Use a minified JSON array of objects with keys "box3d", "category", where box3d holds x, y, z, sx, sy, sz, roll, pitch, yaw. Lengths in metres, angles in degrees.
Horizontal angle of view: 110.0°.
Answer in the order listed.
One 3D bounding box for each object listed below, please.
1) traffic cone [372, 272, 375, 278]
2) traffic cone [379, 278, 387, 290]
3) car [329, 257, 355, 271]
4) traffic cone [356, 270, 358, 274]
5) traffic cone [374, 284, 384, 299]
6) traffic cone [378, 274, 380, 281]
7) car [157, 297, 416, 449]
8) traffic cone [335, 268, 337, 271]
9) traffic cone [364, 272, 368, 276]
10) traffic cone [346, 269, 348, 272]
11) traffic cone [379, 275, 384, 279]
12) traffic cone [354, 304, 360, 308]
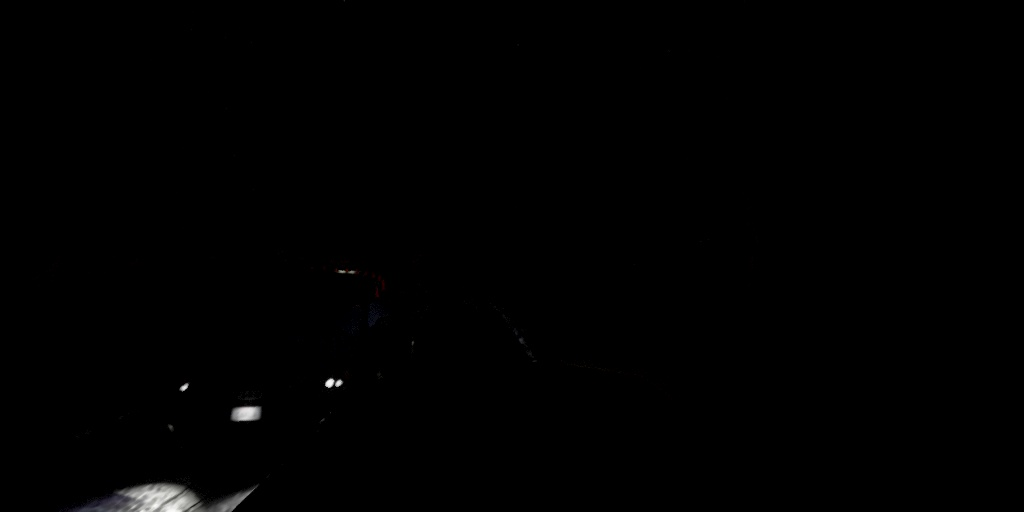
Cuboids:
[{"box3d":[-13.872,1.904,35.946,0.340,0.580,0.340,0,0,-29],"category":"traffic cone"},{"box3d":[-8.109,1.854,22.634,0.340,0.580,0.340,0,0,-18],"category":"traffic cone"},{"box3d":[-26.327,1.181,55.409,5.566,2.045,2.150,0,-1,44],"category":"car"},{"box3d":[-19.082,1.908,44.103,0.340,0.580,0.340,0,0,-36],"category":"traffic cone"},{"box3d":[-6.768,1.827,17.982,0.340,0.580,0.340,0,0,-14],"category":"traffic cone"},{"box3d":[-11.668,1.893,31.635,0.340,0.580,0.340,0,0,-25],"category":"traffic cone"},{"box3d":[-2.728,1.347,5.429,1.994,1.385,4.181,0,0,-5],"category":"car"},{"box3d":[-25.289,1.890,51.530,0.340,0.580,0.340,0,0,-44],"category":"traffic cone"},{"box3d":[-16.346,1.909,40.108,0.340,0.580,0.340,0,0,-33],"category":"traffic cone"},{"box3d":[-22.066,1.900,47.916,0.340,0.580,0.340,0,0,-40],"category":"traffic cone"},{"box3d":[-9.744,1.876,27.191,0.340,0.580,0.340,0,0,-22],"category":"traffic cone"},{"box3d":[-5.727,1.796,13.254,0.340,0.580,0.340,0,0,-11],"category":"traffic cone"}]
